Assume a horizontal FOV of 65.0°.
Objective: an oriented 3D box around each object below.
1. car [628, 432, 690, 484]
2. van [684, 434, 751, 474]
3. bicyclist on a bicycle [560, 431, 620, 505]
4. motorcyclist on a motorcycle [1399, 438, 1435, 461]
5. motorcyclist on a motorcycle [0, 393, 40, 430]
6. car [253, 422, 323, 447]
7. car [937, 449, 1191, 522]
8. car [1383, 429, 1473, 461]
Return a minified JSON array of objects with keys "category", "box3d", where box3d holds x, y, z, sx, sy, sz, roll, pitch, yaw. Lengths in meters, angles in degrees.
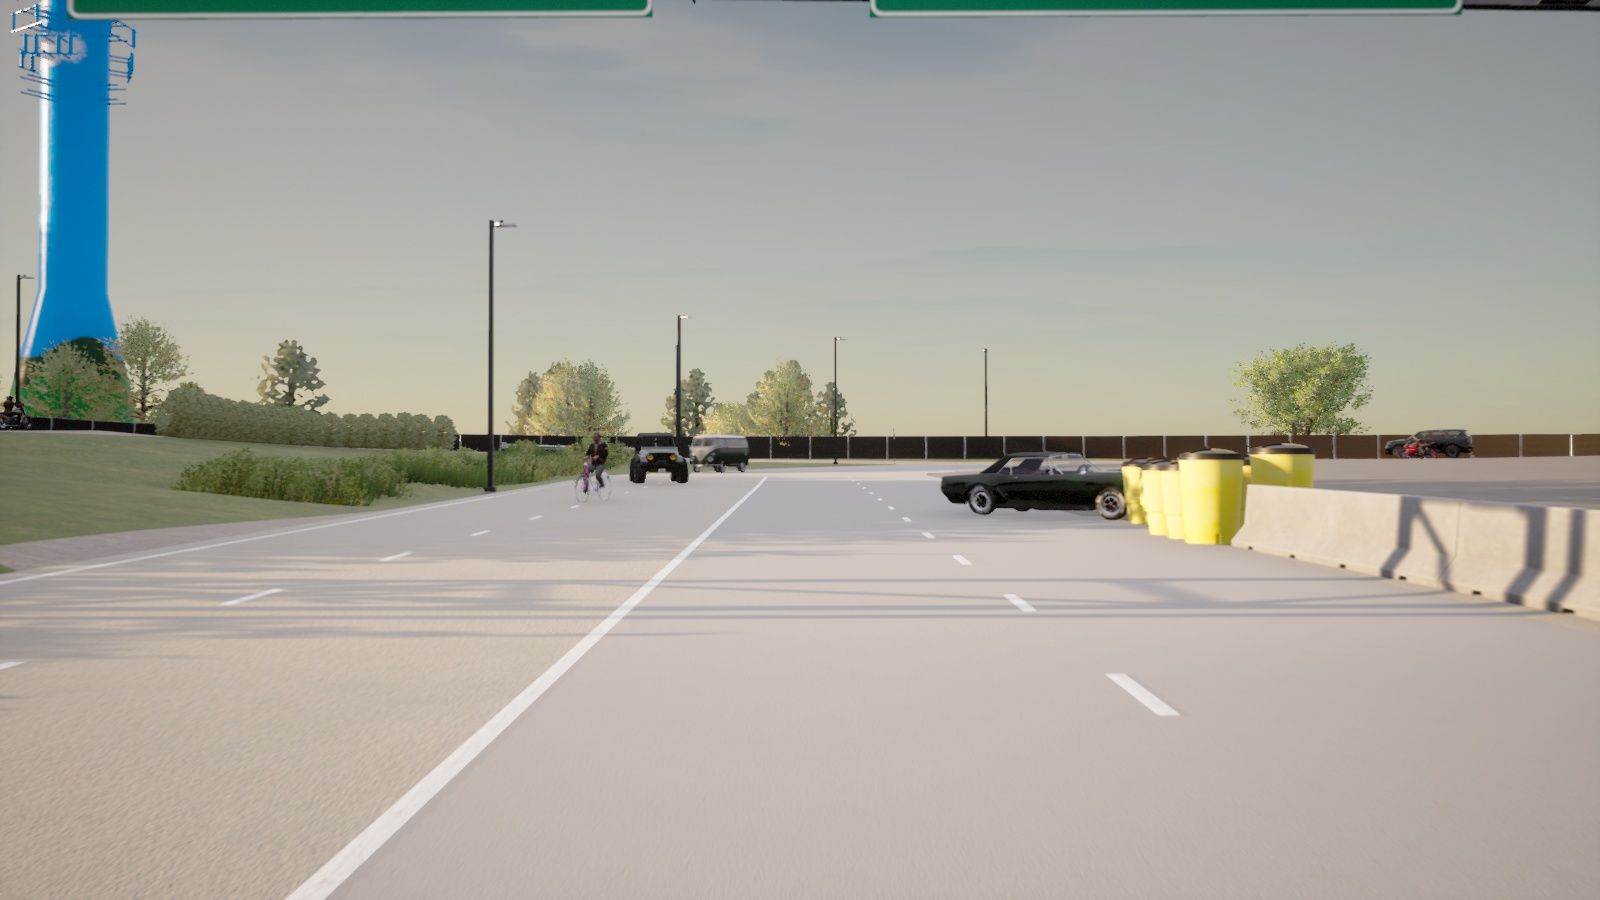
[{"category":"car","box3d":[-5.292,0.273,46.660,1.905,1.878,3.866,0,0,-12]},{"category":"van","box3d":[-4.273,0.198,65.744,1.775,1.987,4.442,0,0,21]},{"category":"bicyclist on a bicycle","box3d":[-5.175,0.433,31.102,0.659,1.776,1.843,0,0,19]},{"category":"motorcyclist on a motorcycle","box3d":[41.885,-0.022,85.220,2.191,1.530,0.866,0,-1,26]},{"category":"motorcyclist on a motorcycle","box3d":[-36.119,-1.740,57.757,0.766,1.649,2.350,0,1,4]},{"category":"car","box3d":[-34.095,-1.012,83.695,1.970,1.475,3.806,-1,-2,35]},{"category":"car","box3d":[5.340,0.702,25.759,4.718,1.301,1.895,-1,1,40]},{"category":"car","box3d":[44.024,-0.314,88.069,5.566,2.045,2.150,-1,-1,28]}]
